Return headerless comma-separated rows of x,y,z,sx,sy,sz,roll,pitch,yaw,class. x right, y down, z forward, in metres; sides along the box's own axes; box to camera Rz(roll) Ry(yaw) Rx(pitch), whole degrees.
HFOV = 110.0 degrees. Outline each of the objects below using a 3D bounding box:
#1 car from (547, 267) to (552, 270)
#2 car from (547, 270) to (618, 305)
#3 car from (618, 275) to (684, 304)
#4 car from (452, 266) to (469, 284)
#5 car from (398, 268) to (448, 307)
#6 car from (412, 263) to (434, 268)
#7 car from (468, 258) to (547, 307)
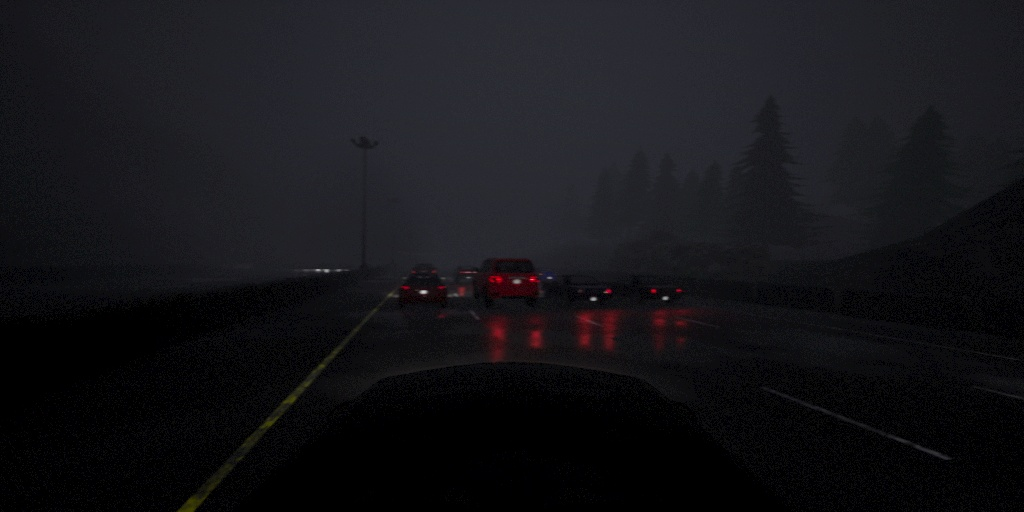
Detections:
2.702,1.722,33.056,1.812,1.442,4.674,1,-1,-14,car
2.932,1.554,17.361,1.895,1.301,4.718,1,-1,-14,car
6.331,1.613,18.191,1.895,1.301,4.718,1,-1,-14,car
-4.081,1.569,31.329,2.128,1.511,4.902,1,-1,-14,car
-3.917,1.401,15.921,1.994,1.385,4.181,1,-1,-14,car
-7.423,1.364,30.269,2.097,1.767,4.553,1,-1,-14,car
-0.445,1.109,16.465,2.150,2.045,5.566,1,-1,-14,car
